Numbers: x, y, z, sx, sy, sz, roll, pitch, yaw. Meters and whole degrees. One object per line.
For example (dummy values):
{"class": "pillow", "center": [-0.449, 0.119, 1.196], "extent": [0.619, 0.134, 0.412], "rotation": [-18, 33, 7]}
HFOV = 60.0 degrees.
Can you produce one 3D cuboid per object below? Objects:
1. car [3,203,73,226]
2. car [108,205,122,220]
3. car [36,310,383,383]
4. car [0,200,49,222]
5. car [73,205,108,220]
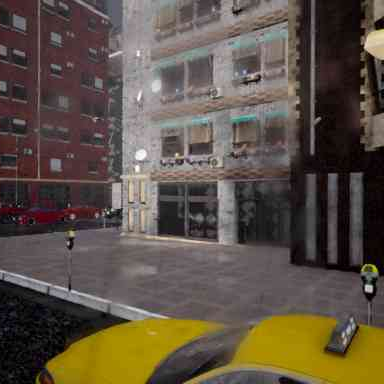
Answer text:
{"class": "car", "center": [-11.964, 1.850, 26.152], "extent": [1.994, 1.385, 4.181], "rotation": [0, -1, 35]}
{"class": "car", "center": [-6.407, 1.681, 33.972], "extent": [2.150, 2.045, 5.566], "rotation": [0, -1, 35]}
{"class": "car", "center": [0.771, 1.525, 2.326], "extent": [4.829, 1.417, 1.752], "rotation": [0, 0, 36]}
{"class": "car", "center": [-14.111, 1.590, 27.628], "extent": [2.192, 1.841, 5.009], "rotation": [-1, -2, 35]}
{"class": "car", "center": [-10.813, 1.923, 32.266], "extent": [1.887, 1.381, 4.507], "rotation": [-1, -2, 35]}
